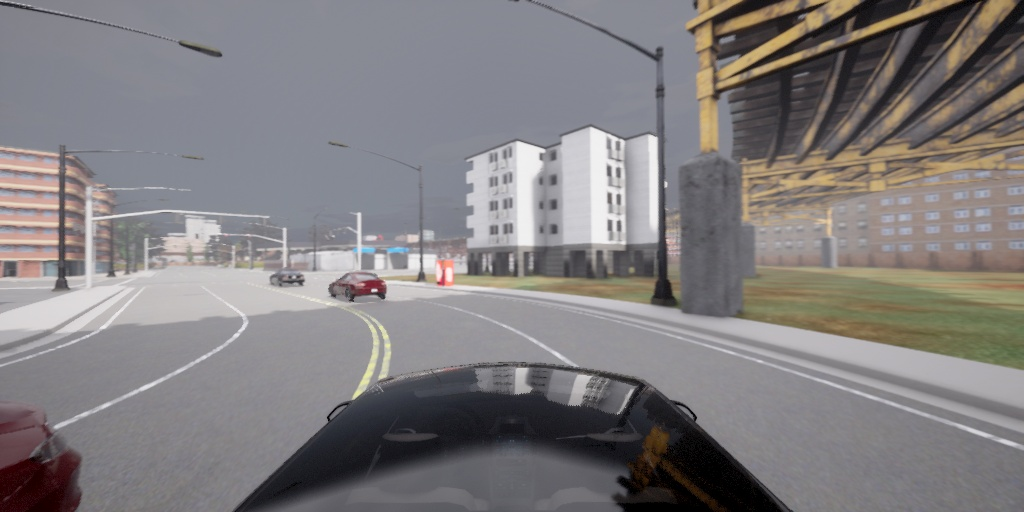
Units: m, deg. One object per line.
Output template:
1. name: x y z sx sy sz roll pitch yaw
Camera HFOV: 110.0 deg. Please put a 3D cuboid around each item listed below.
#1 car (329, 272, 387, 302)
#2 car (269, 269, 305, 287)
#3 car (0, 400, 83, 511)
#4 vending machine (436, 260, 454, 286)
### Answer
1. car: -8.303 1.572 19.298 1.812 1.442 4.674 0 -1 -42
2. car: -19.580 1.850 31.180 2.033 1.411 5.357 0 -1 -44
3. car: -3.521 1.294 0.247 1.812 1.442 4.674 0 -1 -1
4. vending machine: -4.920 1.293 26.391 1.100 2.100 0.880 0 0 -44
